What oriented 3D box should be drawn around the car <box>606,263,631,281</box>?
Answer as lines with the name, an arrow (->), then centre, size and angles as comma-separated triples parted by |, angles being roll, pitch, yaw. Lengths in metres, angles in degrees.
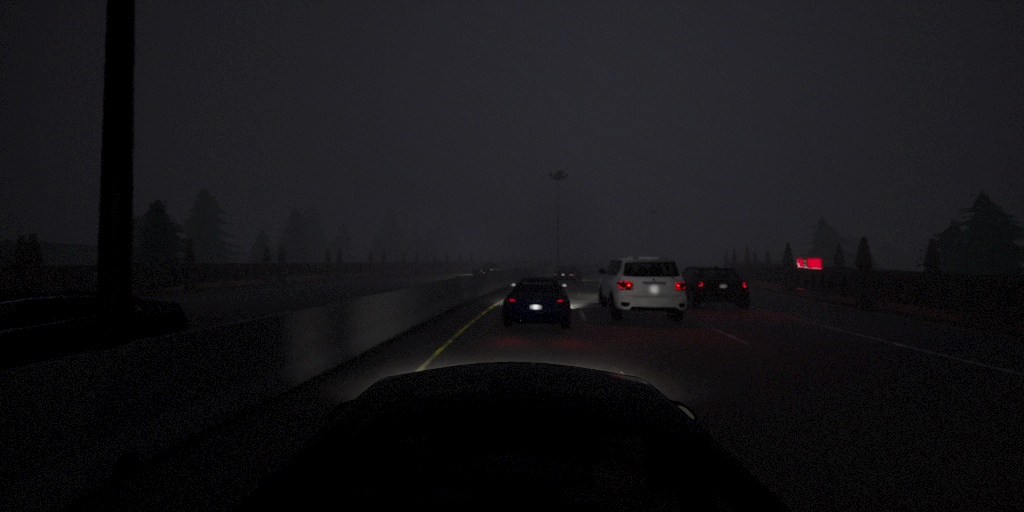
car -> 10.126, 1.451, 33.967 | 1.837, 1.490, 4.892 | 0, 0, 22

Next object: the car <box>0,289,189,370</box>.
car -> -6.899, 1.221, 4.493 | 2.128, 1.511, 4.902 | 0, 0, 3

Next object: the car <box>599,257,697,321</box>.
car -> 4.510, 1.048, 13.119 | 2.150, 2.045, 5.566 | 0, 0, 8

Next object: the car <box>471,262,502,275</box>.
car -> -2.746, 1.472, 39.884 | 1.837, 1.490, 4.892 | 0, -1, 23

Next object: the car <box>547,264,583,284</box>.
car -> 4.579, 1.458, 29.119 | 2.033, 1.411, 5.357 | 0, 0, 18

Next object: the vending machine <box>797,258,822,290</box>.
vending machine -> 17.545, 1.093, 21.138 | 1.100, 2.100, 0.880 | 0, 0, 15

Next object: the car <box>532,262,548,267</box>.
car -> 3.734, 1.541, 45.652 | 1.812, 1.442, 4.674 | 0, 0, 27

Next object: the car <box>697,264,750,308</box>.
car -> 8.575, 1.207, 16.025 | 2.097, 1.767, 4.553 | 0, 0, 10

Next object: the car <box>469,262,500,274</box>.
car -> -3.523, 1.542, 46.752 | 1.812, 1.442, 4.674 | 0, -1, 26

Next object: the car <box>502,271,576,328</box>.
car -> 0.862, 1.370, 11.736 | 1.994, 1.385, 4.181 | 0, 0, 6
